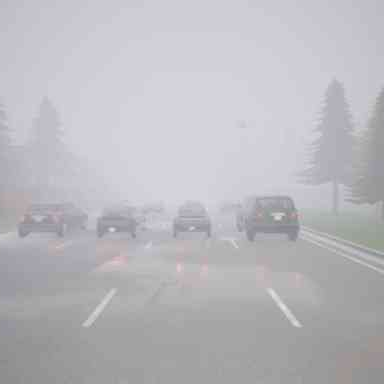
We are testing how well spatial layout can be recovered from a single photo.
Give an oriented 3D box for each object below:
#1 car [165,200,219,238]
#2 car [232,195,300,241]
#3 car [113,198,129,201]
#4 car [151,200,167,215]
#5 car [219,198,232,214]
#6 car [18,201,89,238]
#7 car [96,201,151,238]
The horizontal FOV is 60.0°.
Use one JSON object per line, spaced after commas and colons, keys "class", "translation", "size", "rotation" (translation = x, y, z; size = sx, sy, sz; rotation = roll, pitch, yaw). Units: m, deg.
{"class": "car", "translation": [0.014, 1.394, 17.101], "size": [2.128, 1.511, 4.902], "rotation": [0, 0, 0]}
{"class": "car", "translation": [3.506, 1.129, 16.250], "size": [2.150, 2.045, 5.566], "rotation": [0, 1, 0]}
{"class": "car", "translation": [-6.896, 1.341, 32.333], "size": [1.812, 1.442, 4.674], "rotation": [0, 1, 1]}
{"class": "car", "translation": [-3.421, 1.425, 30.903], "size": [1.895, 1.301, 4.718], "rotation": [0, 0, 1]}
{"class": "car", "translation": [3.604, 1.340, 32.324], "size": [1.812, 1.442, 4.674], "rotation": [0, 1, 1]}
{"class": "car", "translation": [-6.988, 1.254, 17.278], "size": [2.097, 1.767, 4.553], "rotation": [0, 0, 0]}
{"class": "car", "translation": [-3.487, 1.407, 17.068], "size": [1.837, 1.490, 4.892], "rotation": [0, 0, 1]}
